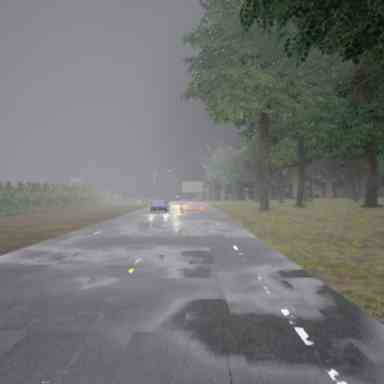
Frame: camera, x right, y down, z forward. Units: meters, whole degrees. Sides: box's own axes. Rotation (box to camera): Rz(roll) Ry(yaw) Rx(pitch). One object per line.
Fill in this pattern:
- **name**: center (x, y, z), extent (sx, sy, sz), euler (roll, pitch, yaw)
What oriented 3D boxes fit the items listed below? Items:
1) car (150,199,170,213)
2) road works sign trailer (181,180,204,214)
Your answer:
- **car**: center (-3.582, 1.535, 37.356), extent (1.882, 1.535, 5.008), euler (0, 0, 0)
- **road works sign trailer**: center (0.012, 0.511, 34.632), extent (2.380, 3.560, 2.880), euler (0, 0, 1)
